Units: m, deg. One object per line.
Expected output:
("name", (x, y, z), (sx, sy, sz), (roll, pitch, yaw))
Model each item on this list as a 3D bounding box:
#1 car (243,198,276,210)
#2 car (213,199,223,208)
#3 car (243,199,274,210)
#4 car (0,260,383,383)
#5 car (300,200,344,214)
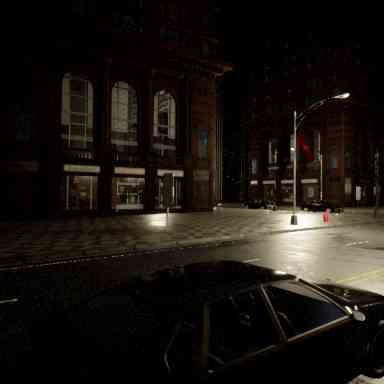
("car", (9.977, 1.748, 49.545), (1.882, 1.535, 5.008), (1, -1, -35))
("car", (3.079, 1.792, 53.737), (1.812, 1.442, 4.674), (1, -1, -35))
("car", (9.098, 1.723, 45.259), (1.837, 1.490, 4.892), (1, -1, -35))
("car", (0.435, 1.548, 3.754), (5.357, 1.411, 2.033), (0, 0, -36))
("car", (14.590, 1.681, 37.523), (1.837, 1.490, 4.892), (1, -1, -35))
